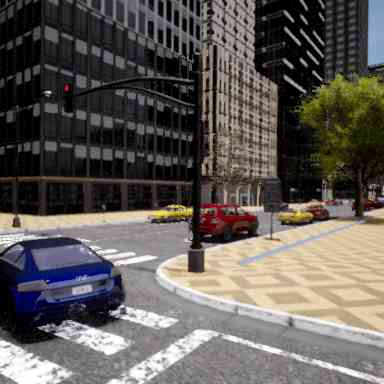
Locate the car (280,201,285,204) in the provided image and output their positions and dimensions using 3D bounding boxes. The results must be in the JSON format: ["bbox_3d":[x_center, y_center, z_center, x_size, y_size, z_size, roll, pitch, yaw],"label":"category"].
[{"bbox_3d":[11.822,1.958,45.832,1.947,1.339,4.313,0,0,36],"label":"car"}]

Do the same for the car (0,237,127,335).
[{"bbox_3d":[-3.126,1.673,7.092,1.994,1.385,4.181,-1,-2,-40],"label":"car"}]

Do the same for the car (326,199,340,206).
[{"bbox_3d":[28.583,2.207,68.498,1.802,1.307,4.206,0,0,36],"label":"car"}]

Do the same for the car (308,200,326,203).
[{"bbox_3d":[21.778,2.057,59.295,1.752,1.417,4.829,0,0,36],"label":"car"}]

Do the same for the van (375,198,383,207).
[{"bbox_3d":[38.689,2.113,68.069,1.690,1.788,3.998,0,0,36],"label":"van"}]

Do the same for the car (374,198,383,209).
[{"bbox_3d":[31.982,1.995,59.000,2.192,1.841,5.009,0,0,36],"label":"car"}]

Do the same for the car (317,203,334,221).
[{"bbox_3d":[11.859,1.980,31.789,1.802,1.307,4.206,0,0,36],"label":"car"}]

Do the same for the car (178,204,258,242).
[{"bbox_3d":[1.800,1.566,18.185,2.192,1.841,5.009,0,0,36],"label":"car"}]

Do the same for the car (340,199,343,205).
[{"bbox_3d":[31.935,2.221,73.031,2.008,1.369,4.403,0,0,36],"label":"car"}]

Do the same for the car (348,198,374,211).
[{"bbox_3d":[25.275,1.903,49.930,2.192,1.841,5.009,0,0,36],"label":"car"}]

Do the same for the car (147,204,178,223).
[{"bbox_3d":[-1.689,1.723,27.563,1.752,1.417,4.829,0,0,36],"label":"car"}]

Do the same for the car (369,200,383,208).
[{"bbox_3d":[35.334,2.271,63.534,1.887,1.381,4.507,0,0,36],"label":"car"}]

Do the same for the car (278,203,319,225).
[{"bbox_3d":[8.607,1.876,27.391,1.752,1.417,4.829,0,0,36],"label":"car"}]

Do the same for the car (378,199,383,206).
[{"bbox_3d":[42.042,2.258,72.604,1.967,1.590,4.097,0,0,36],"label":"car"}]
